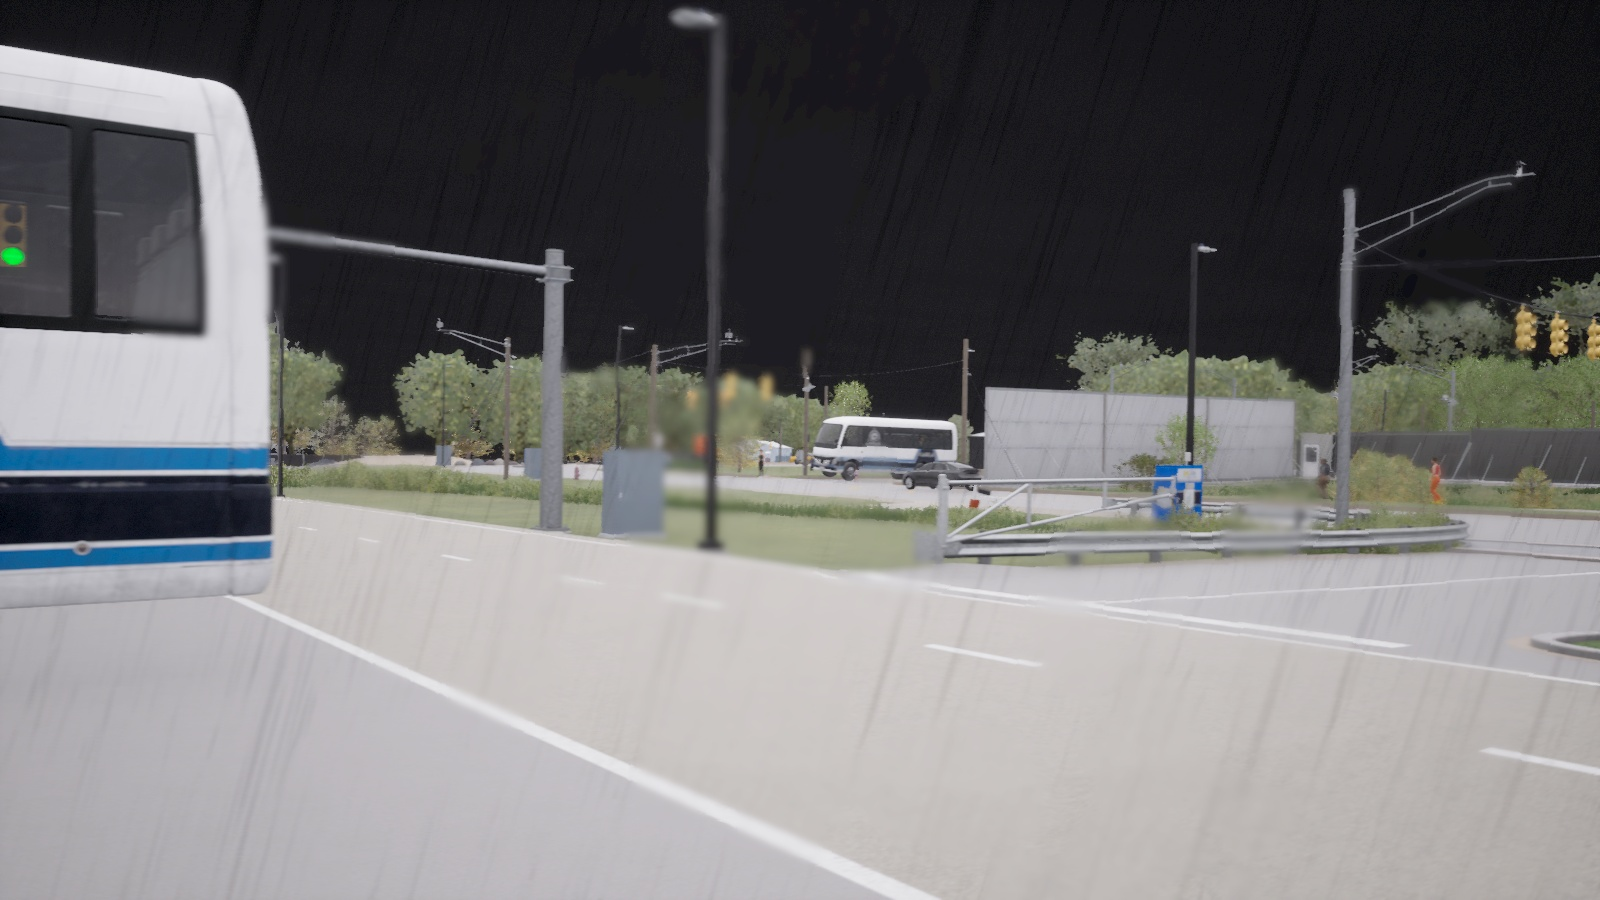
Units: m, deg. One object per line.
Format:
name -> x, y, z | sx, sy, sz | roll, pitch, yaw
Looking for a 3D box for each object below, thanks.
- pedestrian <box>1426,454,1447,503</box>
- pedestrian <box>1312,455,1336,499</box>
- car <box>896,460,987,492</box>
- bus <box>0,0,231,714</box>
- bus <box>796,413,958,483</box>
pedestrian -> 24.604, 1.091, 48.539 | 0.345, 1.836, 0.594 | 0, 1, -37
pedestrian -> 22.155, 1.131, 53.086 | 0.540, 1.848, 0.694 | 0, 1, -34
car -> 7.198, 1.293, 64.187 | 1.837, 1.490, 4.892 | 0, 0, -35
bus -> -8.987, -0.565, 6.663 | 10.273, 4.253, 3.944 | 0, -1, -36
bus -> 5.274, -0.107, 85.642 | 10.273, 4.253, 3.944 | 2, 2, -29
